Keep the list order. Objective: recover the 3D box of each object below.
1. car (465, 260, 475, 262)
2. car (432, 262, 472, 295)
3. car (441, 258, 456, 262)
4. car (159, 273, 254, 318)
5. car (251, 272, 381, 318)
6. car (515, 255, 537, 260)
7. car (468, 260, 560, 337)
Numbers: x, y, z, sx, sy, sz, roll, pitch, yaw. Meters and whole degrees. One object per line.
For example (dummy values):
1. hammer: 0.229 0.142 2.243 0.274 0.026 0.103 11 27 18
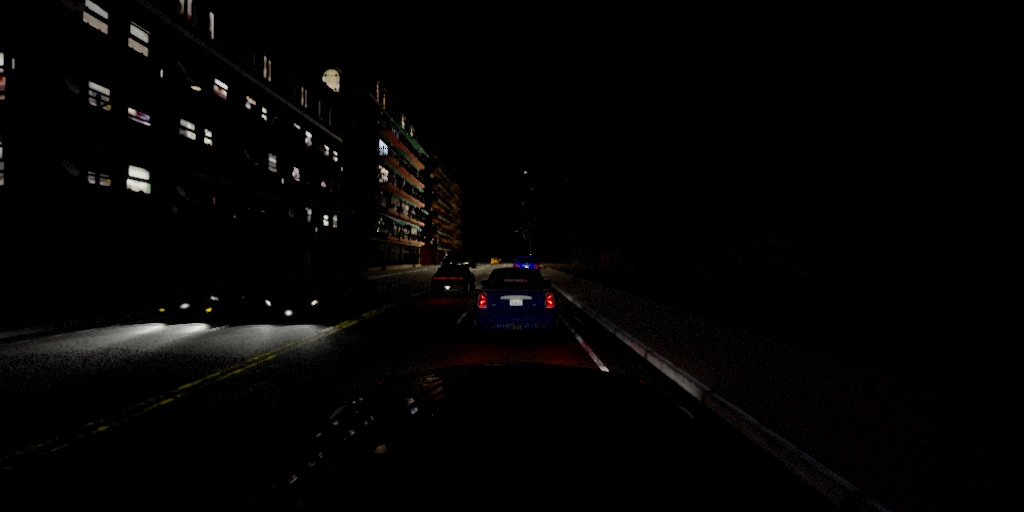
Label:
1. car: -6.587 1.293 55.256 2.033 1.411 5.357 0 0 0
2. car: -3.147 1.255 19.875 1.837 1.490 4.892 0 0 0
3. car: -9.832 1.098 55.512 2.097 1.767 4.553 0 0 0
4. car: -9.849 1.314 12.787 1.994 1.385 4.181 0 0 0
5. car: -6.600 1.298 13.250 2.033 1.411 5.357 0 0 0
6. car: 1.141 0.975 30.397 2.150 2.045 5.566 0 0 0
7. car: 0.102 1.102 10.443 2.097 1.767 4.553 0 0 0
